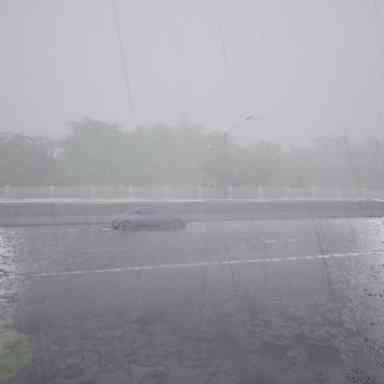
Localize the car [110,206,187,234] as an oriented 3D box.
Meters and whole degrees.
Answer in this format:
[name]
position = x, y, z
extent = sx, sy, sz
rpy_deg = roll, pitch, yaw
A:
[car]
position = -2.381, 1.490, 18.389
extent = 4.181, 1.385, 1.994
rpy_deg = 0, 0, -18
